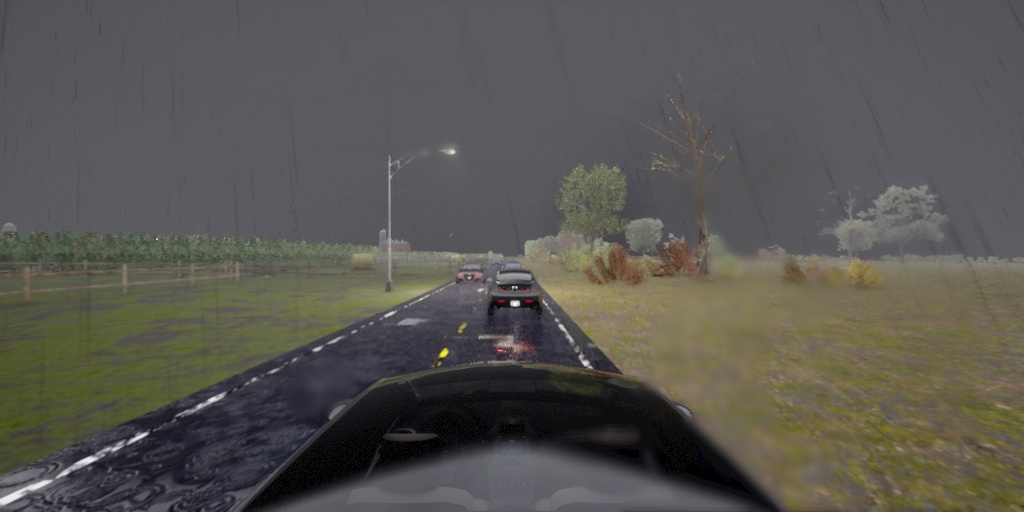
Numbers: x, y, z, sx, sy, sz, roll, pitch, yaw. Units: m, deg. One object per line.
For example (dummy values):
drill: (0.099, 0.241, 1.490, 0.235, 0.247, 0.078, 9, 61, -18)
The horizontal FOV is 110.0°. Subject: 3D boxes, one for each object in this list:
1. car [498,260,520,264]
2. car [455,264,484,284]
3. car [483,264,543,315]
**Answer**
car: (0.094, 1.222, 32.151, 2.033, 1.411, 5.357, 0, 0, 0)
car: (-2.852, 1.251, 25.951, 1.994, 1.385, 4.181, 0, 0, 0)
car: (0.098, 1.221, 13.453, 1.837, 1.490, 4.892, 0, 0, 0)
